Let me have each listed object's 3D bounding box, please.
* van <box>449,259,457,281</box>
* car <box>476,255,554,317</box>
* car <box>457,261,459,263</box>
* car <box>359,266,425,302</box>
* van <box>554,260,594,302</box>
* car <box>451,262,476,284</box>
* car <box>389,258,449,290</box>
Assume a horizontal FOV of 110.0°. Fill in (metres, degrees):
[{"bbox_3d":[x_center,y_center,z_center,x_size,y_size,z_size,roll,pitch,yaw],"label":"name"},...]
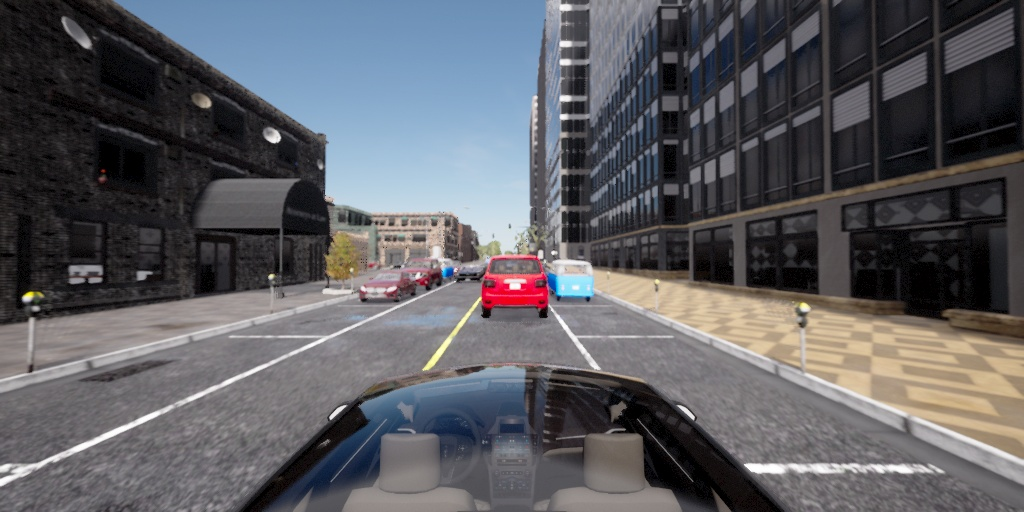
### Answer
[{"bbox_3d":[-5.681,1.108,28.240,1.690,1.789,3.998,0,0,0],"label":"van"},{"bbox_3d":[0.099,0.981,13.286,2.150,2.045,5.566,0,0,0],"label":"car"},{"bbox_3d":[-5.679,1.211,33.884,1.967,1.591,4.097,0,0,0],"label":"car"},{"bbox_3d":[-5.684,1.341,16.952,1.802,1.307,4.207,0,0,0],"label":"car"},{"bbox_3d":[2.664,1.100,16.894,1.690,1.789,3.998,0,0,0],"label":"van"},{"bbox_3d":[-3.089,1.367,27.276,1.895,1.301,4.718,0,0,0],"label":"car"},{"bbox_3d":[-5.682,1.078,22.596,2.192,1.841,5.009,0,0,0],"label":"car"}]
